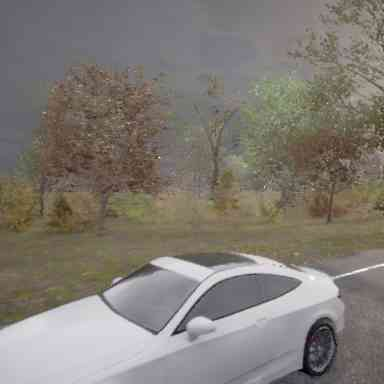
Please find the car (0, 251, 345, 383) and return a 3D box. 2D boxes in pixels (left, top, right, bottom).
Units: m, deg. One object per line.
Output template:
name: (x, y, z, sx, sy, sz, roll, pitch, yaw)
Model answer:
car: (0.009, 1.527, 4.015, 4.674, 1.442, 1.812, 0, 0, -36)
